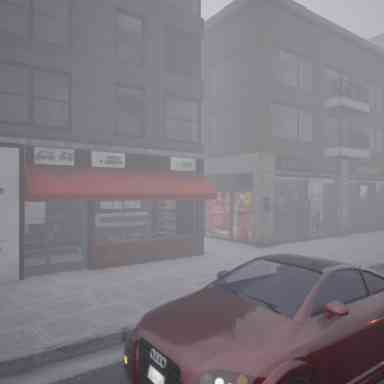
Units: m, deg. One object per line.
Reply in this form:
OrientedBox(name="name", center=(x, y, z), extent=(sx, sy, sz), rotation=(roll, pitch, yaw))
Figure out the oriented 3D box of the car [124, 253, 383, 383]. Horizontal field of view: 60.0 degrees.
OrientedBox(name="car", center=(1.283, 1.564, 4.296), extent=(4.181, 1.385, 1.994), rotation=(0, 0, -36))
